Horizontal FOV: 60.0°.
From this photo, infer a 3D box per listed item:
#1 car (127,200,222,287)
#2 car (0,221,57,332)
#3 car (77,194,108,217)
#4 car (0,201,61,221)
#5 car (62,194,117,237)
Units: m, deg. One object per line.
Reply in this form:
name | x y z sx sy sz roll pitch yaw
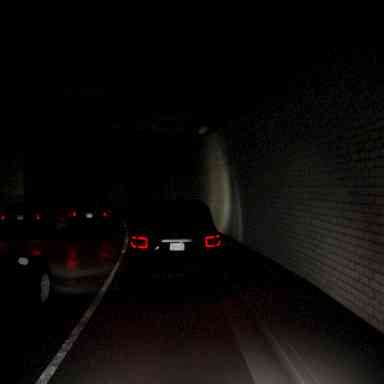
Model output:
car | -0.589 1.220 9.522 2.150 2.045 5.566 0 0 -6
car | -3.684 1.477 4.816 1.882 1.535 5.008 0 0 -4
car | -10.155 1.223 33.611 2.150 2.045 5.566 0 0 -25
car | -9.109 1.351 18.865 2.097 1.767 4.553 0 0 -12
car | -5.425 1.223 18.462 2.150 2.045 5.566 0 0 -11
